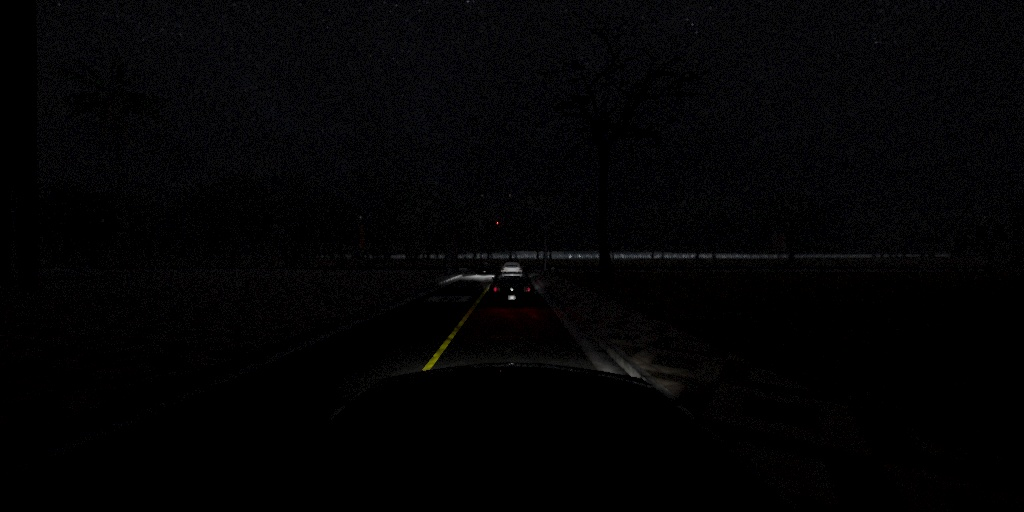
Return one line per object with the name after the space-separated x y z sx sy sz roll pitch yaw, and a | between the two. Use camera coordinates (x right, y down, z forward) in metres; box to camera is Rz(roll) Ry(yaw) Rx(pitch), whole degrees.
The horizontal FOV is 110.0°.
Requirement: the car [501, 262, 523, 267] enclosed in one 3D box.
0.000 1.285 31.501 1.812 1.442 4.674 0 0 0 | car

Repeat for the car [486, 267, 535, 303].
0.000 1.366 16.531 1.895 1.301 4.718 0 0 0 | car

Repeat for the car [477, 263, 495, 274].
-3.000 1.409 41.471 1.895 1.301 4.718 0 0 0 | car
